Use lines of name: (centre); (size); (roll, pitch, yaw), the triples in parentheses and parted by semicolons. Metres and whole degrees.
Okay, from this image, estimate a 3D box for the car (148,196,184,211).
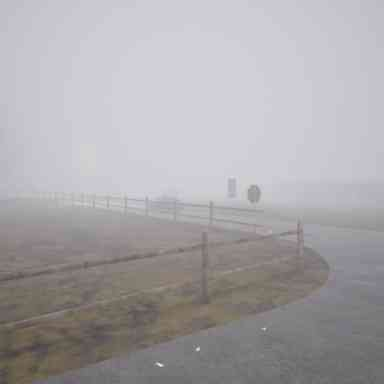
car: (-2.513, 1.056, 31.807); (1.994, 1.385, 4.181); (1, 1, -36)
